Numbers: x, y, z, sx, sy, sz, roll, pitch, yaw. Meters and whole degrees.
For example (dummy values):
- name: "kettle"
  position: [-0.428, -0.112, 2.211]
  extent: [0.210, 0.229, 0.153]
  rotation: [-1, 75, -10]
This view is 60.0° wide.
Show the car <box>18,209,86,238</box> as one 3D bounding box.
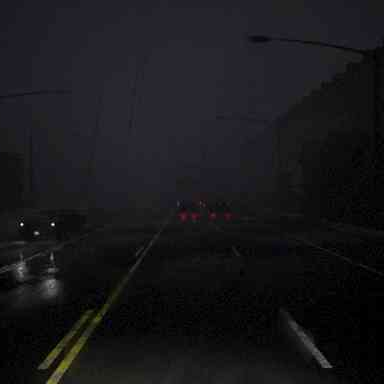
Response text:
- name: "car"
  position: [-7.234, 1.601, 17.679]
  extent: [1.895, 1.301, 4.718]
  rotation: [0, 0, 0]

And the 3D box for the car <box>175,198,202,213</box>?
- name: "car"
  position: [-0.470, 1.492, 36.602]
  extent: [2.128, 1.511, 4.902]
  rotation: [0, 0, -3]

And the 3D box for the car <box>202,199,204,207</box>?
- name: "car"
  position: [0.954, 1.601, 47.950]
  extent: [1.895, 1.301, 4.718]
  rotation: [0, 0, -20]

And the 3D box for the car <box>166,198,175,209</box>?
- name: "car"
  position: [-2.143, 1.547, 46.840]
  extent: [2.033, 1.411, 5.357]
  rotation: [0, 0, -21]

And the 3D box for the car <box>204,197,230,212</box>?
- name: "car"
  position: [2.944, 1.352, 38.144]
  extent: [2.097, 1.767, 4.553]
  rotation: [0, 0, -4]
